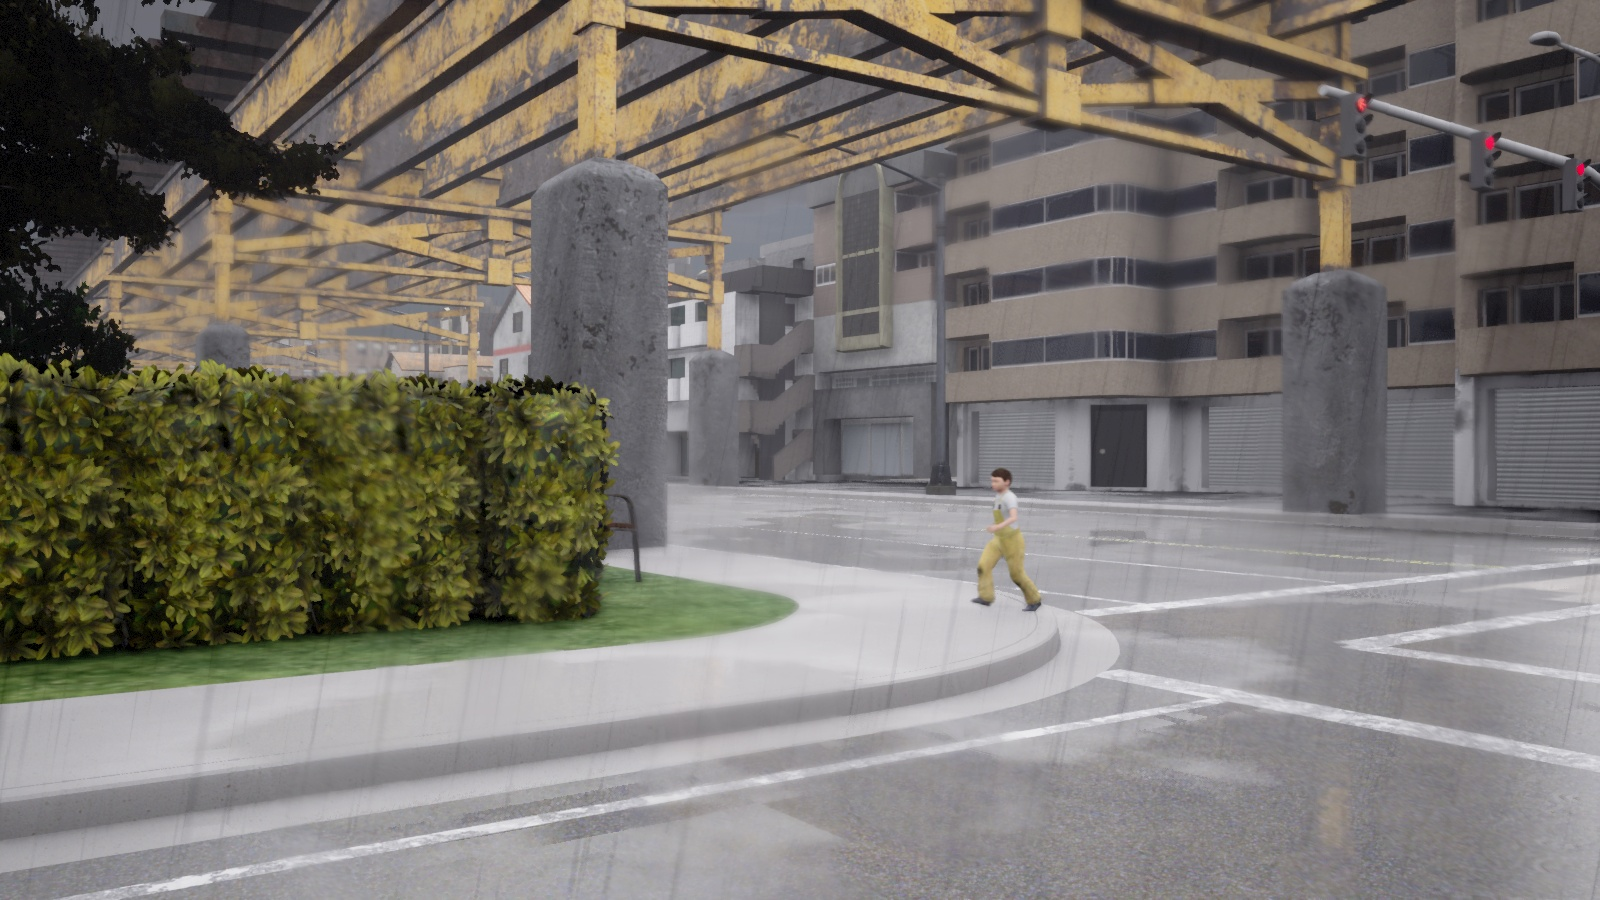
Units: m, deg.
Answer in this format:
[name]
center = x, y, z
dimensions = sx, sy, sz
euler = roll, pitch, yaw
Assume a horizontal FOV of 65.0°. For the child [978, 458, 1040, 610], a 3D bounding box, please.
[child]
center = 1.770, 0.698, 10.644
dimensions = 0.437, 1.263, 0.270
euler = 0, 0, -26
